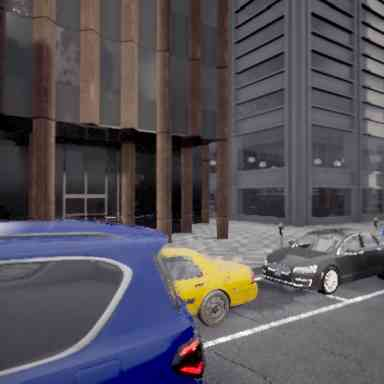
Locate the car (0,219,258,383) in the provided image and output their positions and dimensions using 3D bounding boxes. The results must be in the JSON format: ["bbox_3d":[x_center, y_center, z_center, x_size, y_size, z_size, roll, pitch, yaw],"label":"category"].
[{"bbox_3d":[-2.495,1.232,1.581,5.566,2.045,2.150,1,-1,-34],"label":"car"}]

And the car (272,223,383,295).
[{"bbox_3d":[3.814,1.688,8.950,4.403,1.369,2.008,1,-1,-33],"label":"car"}]

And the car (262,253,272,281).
[{"bbox_3d":[-1.027,1.597,5.746,4.829,1.417,1.752,1,-1,-33],"label":"car"}]
